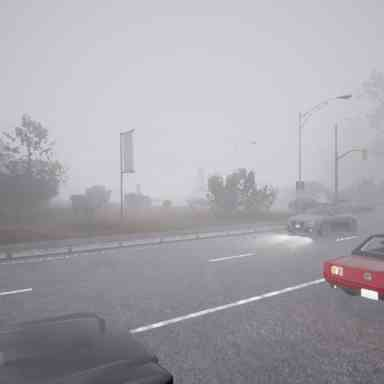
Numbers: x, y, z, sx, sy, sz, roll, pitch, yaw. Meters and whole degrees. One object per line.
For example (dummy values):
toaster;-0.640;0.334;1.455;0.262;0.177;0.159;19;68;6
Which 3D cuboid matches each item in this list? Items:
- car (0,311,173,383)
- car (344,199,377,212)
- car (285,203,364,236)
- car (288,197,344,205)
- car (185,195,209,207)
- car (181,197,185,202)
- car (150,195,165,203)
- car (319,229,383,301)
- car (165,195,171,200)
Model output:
car;-2.394;1.602;2.028;4.718;1.301;1.895;0;0;-36
car;16.214;1.364;34.128;1.895;1.301;4.718;-1;0;-39
car;6.810;1.474;17.442;4.181;1.385;1.994;-1;0;-35
car;12.152;1.271;33.589;1.882;1.535;5.008;-1;0;-39
car;1.521;1.402;46.798;1.895;1.301;4.718;-1;0;-39
car;0.018;1.266;65.724;2.033;1.411;5.357;-1;0;-38
car;-8.026;1.328;64.393;2.033;1.411;5.357;-1;0;-38
car;5.054;1.568;7.366;4.718;1.301;1.895;0;0;-36
car;-6.714;1.320;73.992;1.895;1.301;4.718;-1;0;-38
